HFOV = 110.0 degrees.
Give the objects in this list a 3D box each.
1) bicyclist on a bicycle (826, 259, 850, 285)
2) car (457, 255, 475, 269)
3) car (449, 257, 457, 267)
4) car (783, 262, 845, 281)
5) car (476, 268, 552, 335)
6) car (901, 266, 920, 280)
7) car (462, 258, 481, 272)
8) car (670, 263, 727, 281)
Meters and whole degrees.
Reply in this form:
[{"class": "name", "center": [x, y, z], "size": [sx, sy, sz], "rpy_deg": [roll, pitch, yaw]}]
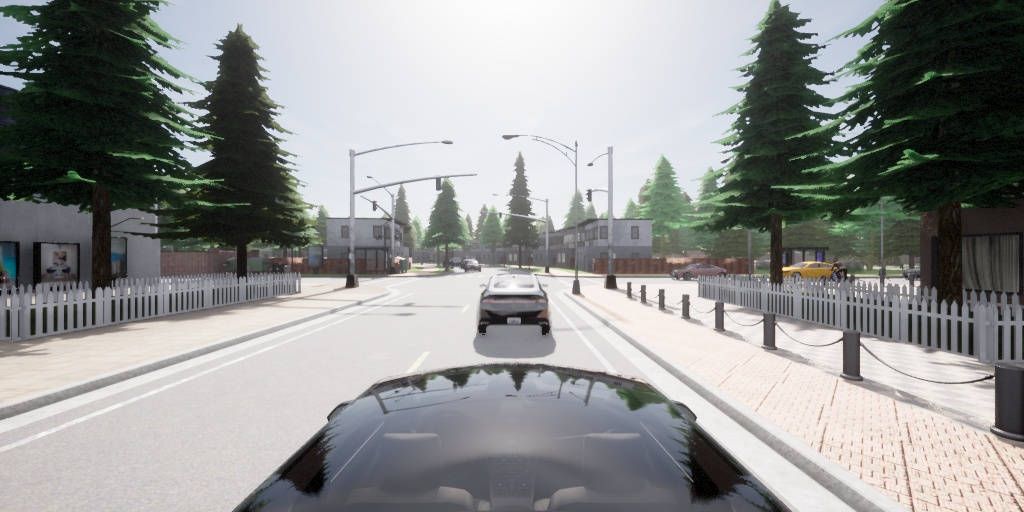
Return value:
[{"class": "bicyclist on a bicycle", "center": [19.887, 1.035, 21.898], "size": [0.582, 1.620, 1.656], "rpy_deg": [0, 0, 2]}, {"class": "car", "center": [-6.543, 0.937, 54.496], "size": [2.150, 2.045, 5.566], "rpy_deg": [0, 0, -15]}, {"class": "car", "center": [-9.919, 1.067, 64.064], "size": [2.097, 1.767, 4.553], "rpy_deg": [0, 0, -24]}, {"class": "car", "center": [24.177, 1.212, 29.261], "size": [5.008, 1.535, 1.882], "rpy_deg": [0, 0, 2]}, {"class": "car", "center": [0.058, 1.242, 10.501], "size": [2.128, 1.511, 4.902], "rpy_deg": [0, 0, 0]}, {"class": "car", "center": [34.549, 1.239, 28.939], "size": [4.892, 1.490, 1.837], "rpy_deg": [0, 0, 2]}, {"class": "car", "center": [-4.940, 1.279, 45.332], "size": [1.994, 1.385, 4.181], "rpy_deg": [0, 0, -7]}, {"class": "car", "center": [15.297, 1.299, 29.516], "size": [4.181, 1.385, 1.994], "rpy_deg": [0, 0, 2]}]
